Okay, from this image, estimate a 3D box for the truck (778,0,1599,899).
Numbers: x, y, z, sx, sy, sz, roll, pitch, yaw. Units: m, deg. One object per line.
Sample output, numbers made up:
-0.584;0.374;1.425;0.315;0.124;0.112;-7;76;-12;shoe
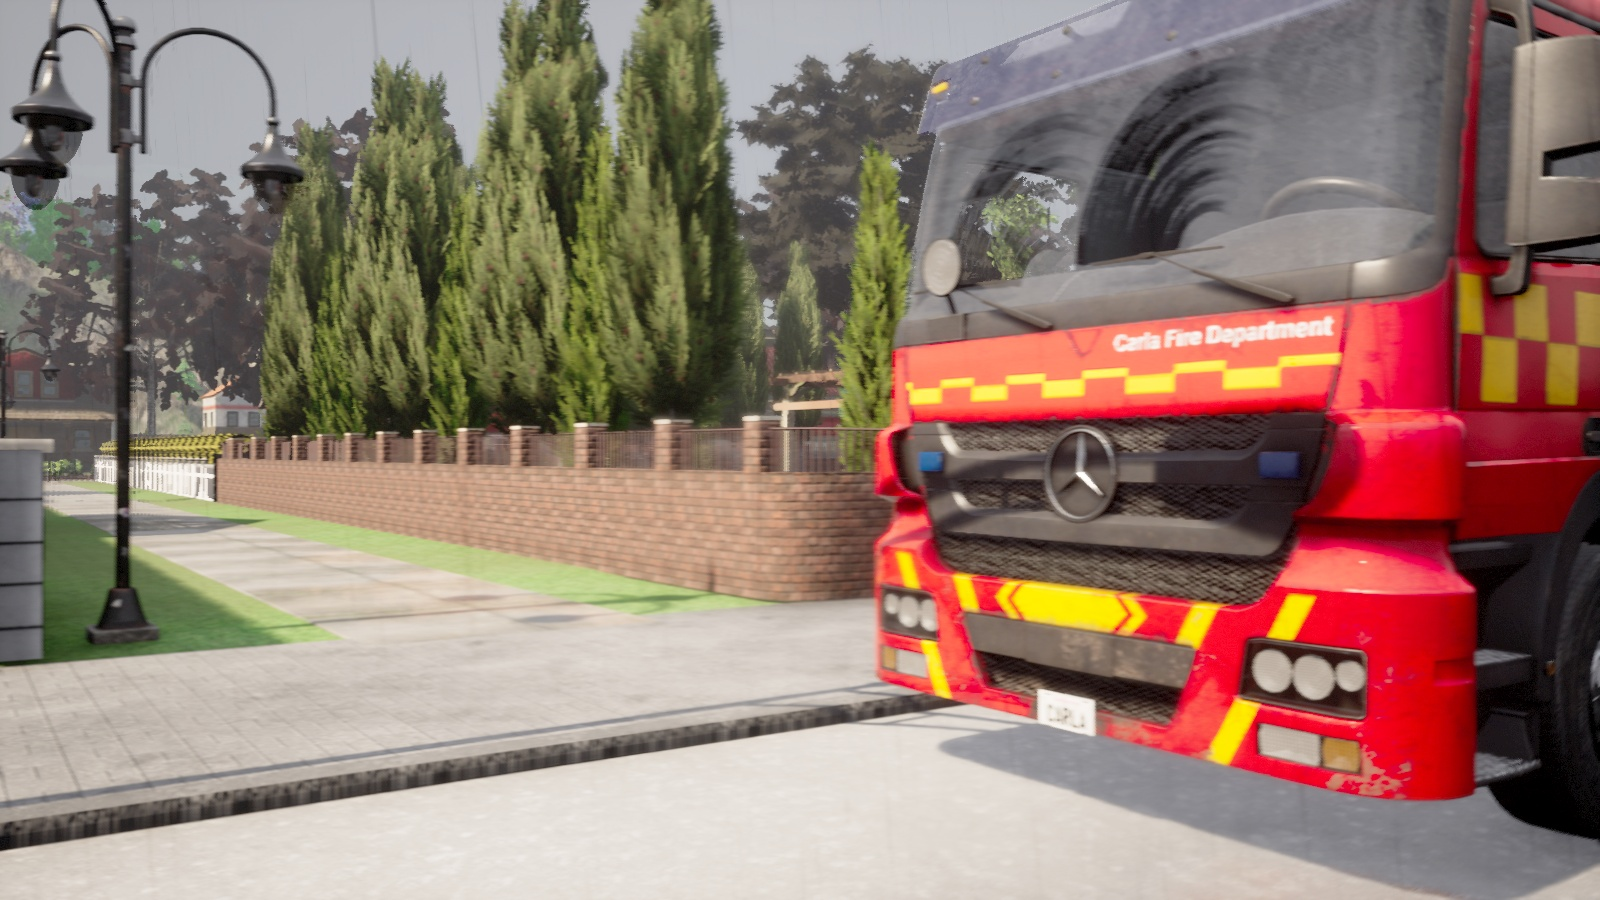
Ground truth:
4.198;-0.411;7.195;8.468;3.827;2.891;0;0;-35;truck
